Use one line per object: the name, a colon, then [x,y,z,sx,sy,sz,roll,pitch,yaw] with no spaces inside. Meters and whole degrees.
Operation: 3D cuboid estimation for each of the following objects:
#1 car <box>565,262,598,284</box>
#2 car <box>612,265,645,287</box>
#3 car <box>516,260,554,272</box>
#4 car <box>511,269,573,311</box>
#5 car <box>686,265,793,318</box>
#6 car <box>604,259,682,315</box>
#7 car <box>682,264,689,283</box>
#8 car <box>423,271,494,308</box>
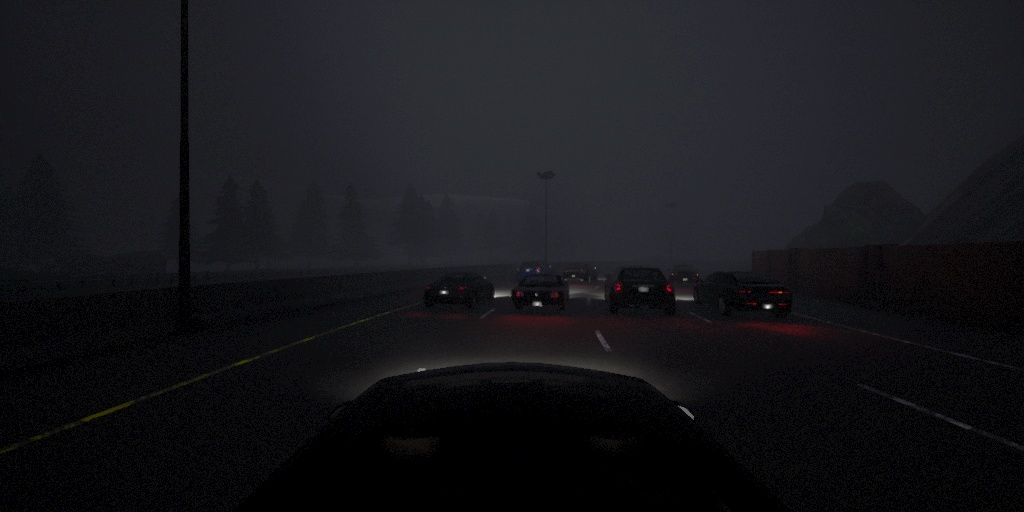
car: [5.231,1.235,27.157,1.882,1.535,5.008,0,0,23]
car: [8.463,1.366,25.815,1.895,1.301,4.718,0,0,23]
car: [1.999,1.116,28.500,2.097,1.767,4.553,0,0,23]
car: [1.317,1.366,14.571,1.895,1.301,4.718,0,0,11]
car: [8.171,1.266,13.149,1.837,1.490,4.892,0,0,11]
car: [4.735,1.116,13.816,2.097,1.767,4.553,0,0,11]
car: [11.672,1.283,24.417,1.812,1.442,4.674,0,0,23]
car: [-2.119,1.322,15.238,1.994,1.385,4.181,0,0,11]
